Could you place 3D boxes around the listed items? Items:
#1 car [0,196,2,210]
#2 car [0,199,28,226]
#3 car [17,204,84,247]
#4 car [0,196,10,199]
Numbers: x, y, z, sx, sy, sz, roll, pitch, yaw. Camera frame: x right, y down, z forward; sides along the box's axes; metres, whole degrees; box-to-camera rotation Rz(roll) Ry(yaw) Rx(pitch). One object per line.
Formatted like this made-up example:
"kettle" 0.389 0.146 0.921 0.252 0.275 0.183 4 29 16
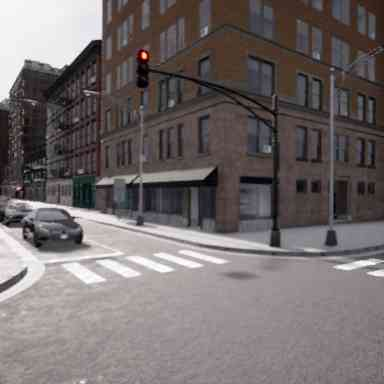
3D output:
"car" -23.951 1.262 39.698 1.837 1.490 4.892 1 0 -35
"car" -11.996 1.430 22.862 2.033 1.411 5.357 1 0 -36
"car" -6.343 1.468 14.934 1.812 1.442 4.674 1 0 -35
"car" -17.966 1.172 31.244 2.097 1.767 4.553 1 0 -35
